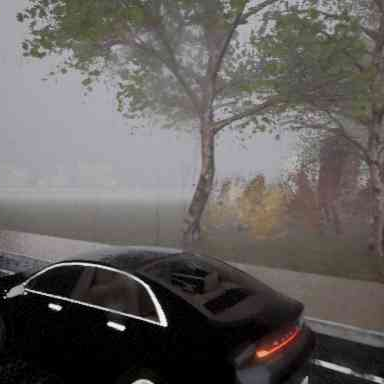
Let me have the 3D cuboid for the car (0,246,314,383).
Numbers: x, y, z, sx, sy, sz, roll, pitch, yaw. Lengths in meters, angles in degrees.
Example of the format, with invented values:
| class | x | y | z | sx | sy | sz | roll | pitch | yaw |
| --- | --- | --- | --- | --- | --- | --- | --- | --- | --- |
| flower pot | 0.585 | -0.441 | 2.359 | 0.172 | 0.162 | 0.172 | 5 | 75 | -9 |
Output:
| class | x | y | z | sx | sy | sz | roll | pitch | yaw |
| --- | --- | --- | --- | --- | --- | --- | --- | --- | --- |
| car | -0.987 | 1.490 | 4.385 | 4.892 | 1.490 | 1.837 | 0 | 0 | 35 |
